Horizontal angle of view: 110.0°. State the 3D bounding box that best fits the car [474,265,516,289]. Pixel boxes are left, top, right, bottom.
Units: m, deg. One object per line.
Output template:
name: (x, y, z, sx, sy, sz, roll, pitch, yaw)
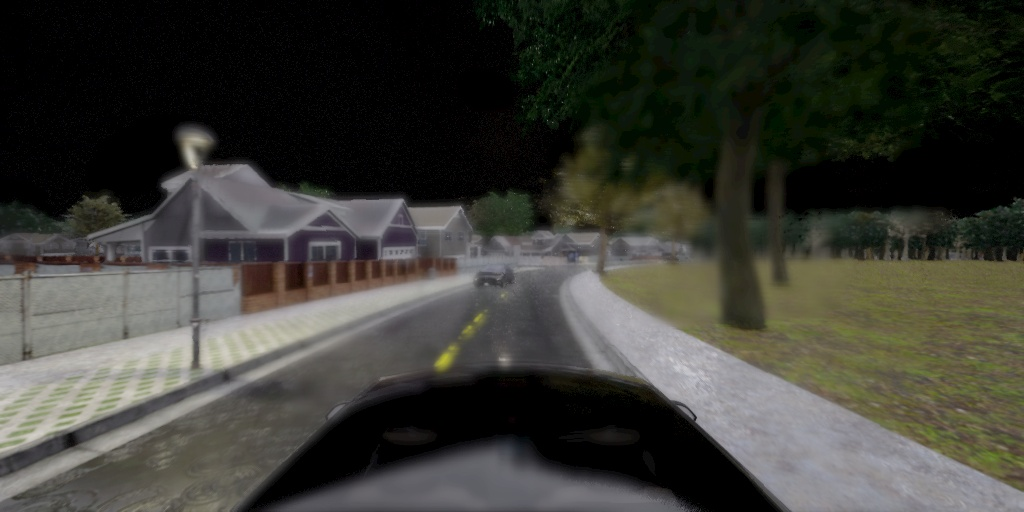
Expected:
car: (-0.941, 1.310, 23.425, 2.033, 1.411, 5.357, 0, 0, 10)
